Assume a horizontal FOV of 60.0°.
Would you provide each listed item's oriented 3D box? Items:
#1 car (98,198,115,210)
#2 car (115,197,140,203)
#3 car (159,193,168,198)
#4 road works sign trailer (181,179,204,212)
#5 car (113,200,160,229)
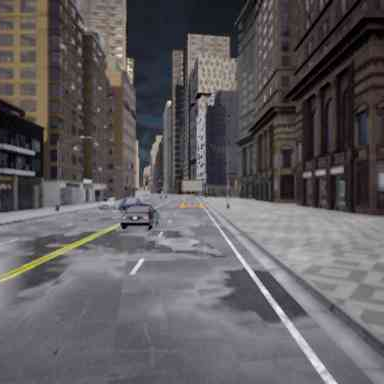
[{"bbox_3d":[-9.808,1.401,39.986,1.812,1.442,4.674,0,0,0],"label":"car"},{"bbox_3d":[-6.576,1.365,36.001,1.882,1.535,5.008,0,0,0],"label":"car"},{"bbox_3d":[-6.484,0.915,76.482,1.837,1.490,4.892,0,0,0],"label":"car"},{"bbox_3d":[0.022,0.349,37.016,2.380,3.560,2.880,0,0,0],"label":"road works sign trailer"},{"bbox_3d":[-3.145,1.482,20.832,2.033,1.411,5.357,0,0,0],"label":"car"}]
